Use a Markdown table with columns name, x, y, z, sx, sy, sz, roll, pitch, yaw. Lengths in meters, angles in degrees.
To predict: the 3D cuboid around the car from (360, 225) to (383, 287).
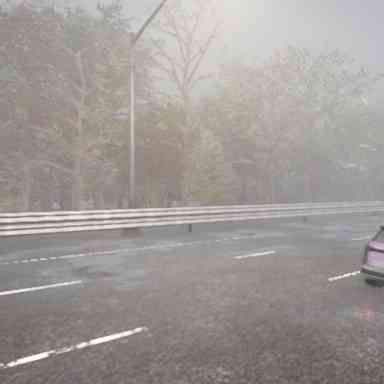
| name | x | y | z | sx | sy | sz | roll | pitch | yaw |
| --- | --- | --- | --- | --- | --- | --- | --- | --- | --- |
| car | 5.960 | 1.440 | 8.115 | 4.856 | 1.649 | 2.033 | 0 | 1 | -37 |
